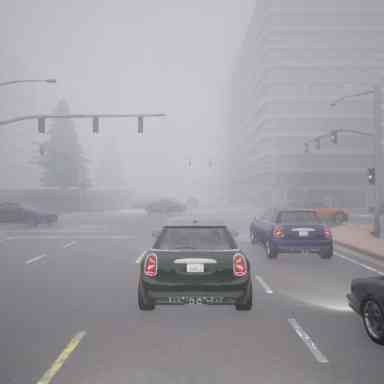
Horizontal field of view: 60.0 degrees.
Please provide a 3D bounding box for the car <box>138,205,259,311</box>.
[{"bbox_3d":[0.067,1.352,7.948,2.097,1.767,4.553,0,0,0],"label":"car"}]

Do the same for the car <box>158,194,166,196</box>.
[{"bbox_3d":[-3.620,1.491,51.040,2.128,1.511,4.902,0,0,0],"label":"car"}]

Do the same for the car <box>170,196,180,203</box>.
[{"bbox_3d":[-3.532,1.595,71.058,1.895,1.301,4.718,0,0,0],"label":"car"}]

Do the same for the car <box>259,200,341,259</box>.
[{"bbox_3d":[3.581,1.352,12.788,2.097,1.767,4.553,0,0,0],"label":"car"}]

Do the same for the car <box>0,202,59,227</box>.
[{"bbox_3d":[-11.320,1.440,22.102,5.008,1.535,1.882,0,-1,15],"label":"car"}]

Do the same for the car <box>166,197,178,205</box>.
[{"bbox_3d":[-3.598,1.564,60.927,1.994,1.385,4.181,0,0,0],"label":"car"}]

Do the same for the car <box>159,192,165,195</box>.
[{"bbox_3d":[-7.077,1.221,63.878,2.150,2.045,5.566,0,0,0],"label":"car"}]

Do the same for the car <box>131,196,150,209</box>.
[{"bbox_3d":[-7.121,1.601,45.569,1.895,1.301,4.718,0,0,0],"label":"car"}]

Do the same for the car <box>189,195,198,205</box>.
[{"bbox_3d":[0.070,1.491,57.740,2.128,1.511,4.902,0,0,0],"label":"car"}]

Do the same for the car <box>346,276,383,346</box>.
[{"bbox_3d":[3.597,1.547,3.313,2.033,1.411,5.357,0,0,0],"label":"car"}]

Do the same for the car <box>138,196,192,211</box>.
[{"bbox_3d":[-2.556,1.477,32.973,2.128,1.511,4.902,0,0,37],"label":"car"}]

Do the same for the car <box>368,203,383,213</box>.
[{"bbox_3d":[19.922,1.492,32.423,5.357,1.411,2.033,0,0,-18],"label":"car"}]

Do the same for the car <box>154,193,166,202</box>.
[{"bbox_3d":[-7.033,1.225,74.523,2.150,2.045,5.566,0,0,0],"label":"car"}]

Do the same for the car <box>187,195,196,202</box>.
[{"bbox_3d":[-0.036,1.525,81.084,2.128,1.511,4.902,0,0,0],"label":"car"}]

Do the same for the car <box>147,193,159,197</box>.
[{"bbox_3d":[-7.114,1.352,54.464,2.097,1.767,4.553,0,0,0],"label":"car"}]

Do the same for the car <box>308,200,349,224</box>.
[{"bbox_3d":[8.500,1.308,23.365,4.553,1.767,2.097,-1,0,-2],"label":"car"}]
